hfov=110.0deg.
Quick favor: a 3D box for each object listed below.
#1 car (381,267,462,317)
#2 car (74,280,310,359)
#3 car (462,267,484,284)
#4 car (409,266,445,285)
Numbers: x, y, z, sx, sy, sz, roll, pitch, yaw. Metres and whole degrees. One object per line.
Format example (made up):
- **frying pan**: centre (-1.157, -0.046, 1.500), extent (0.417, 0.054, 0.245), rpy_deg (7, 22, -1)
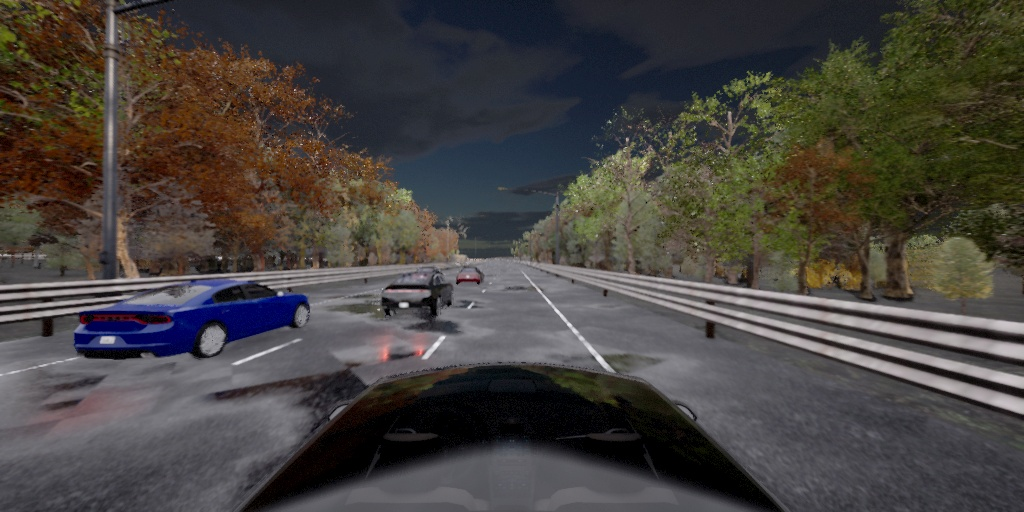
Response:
- **car**: centre (-3.417, 1.362, 13.762), extent (2.128, 1.511, 4.902), rpy_deg (0, -1, 0)
- **car**: centre (-6.917, 1.298, 8.612), extent (1.882, 1.535, 5.008), rpy_deg (0, 0, 0)
- **car**: centre (-3.441, 1.595, 29.970), extent (1.994, 1.385, 4.181), rpy_deg (0, -1, 0)
- **car**: centre (-6.940, 1.594, 29.816), extent (1.994, 1.385, 4.181), rpy_deg (0, -1, 0)
